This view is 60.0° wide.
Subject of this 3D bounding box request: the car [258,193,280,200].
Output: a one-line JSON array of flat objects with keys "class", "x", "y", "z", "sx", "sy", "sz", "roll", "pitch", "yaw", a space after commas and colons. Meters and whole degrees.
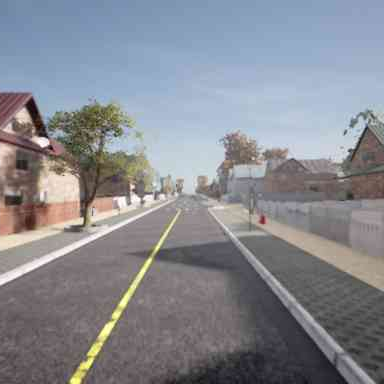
[{"class": "car", "x": 11.350, "y": 0.877, "z": 46.598, "sx": 4.553, "sy": 1.767, "sz": 2.097, "roll": -2, "pitch": -1, "yaw": 1}]
